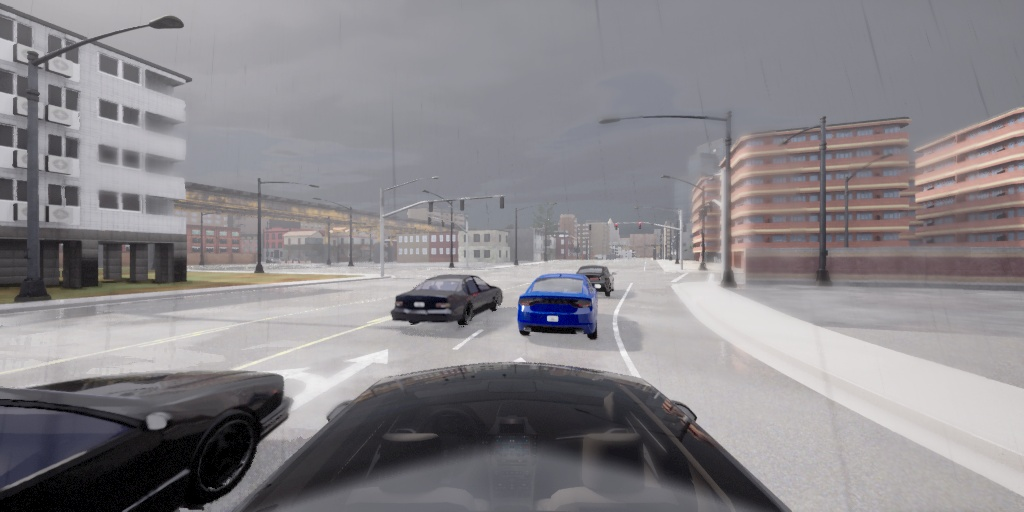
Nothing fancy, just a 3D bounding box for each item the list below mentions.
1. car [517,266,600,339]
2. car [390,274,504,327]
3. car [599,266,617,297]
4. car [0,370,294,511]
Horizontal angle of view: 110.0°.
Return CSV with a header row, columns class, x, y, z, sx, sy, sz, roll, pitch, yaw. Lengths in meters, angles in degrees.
class,x,y,z,sx,sy,sz,roll,pitch,yaw
car,1.485,1.228,10.288,1.882,1.535,5.008,0,0,14
car,-1.789,1.298,11.684,2.033,1.411,5.357,0,0,14
car,4.416,1.255,19.210,1.837,1.490,4.892,0,0,19
car,-3.254,1.298,1.337,2.033,1.411,5.357,0,0,0
